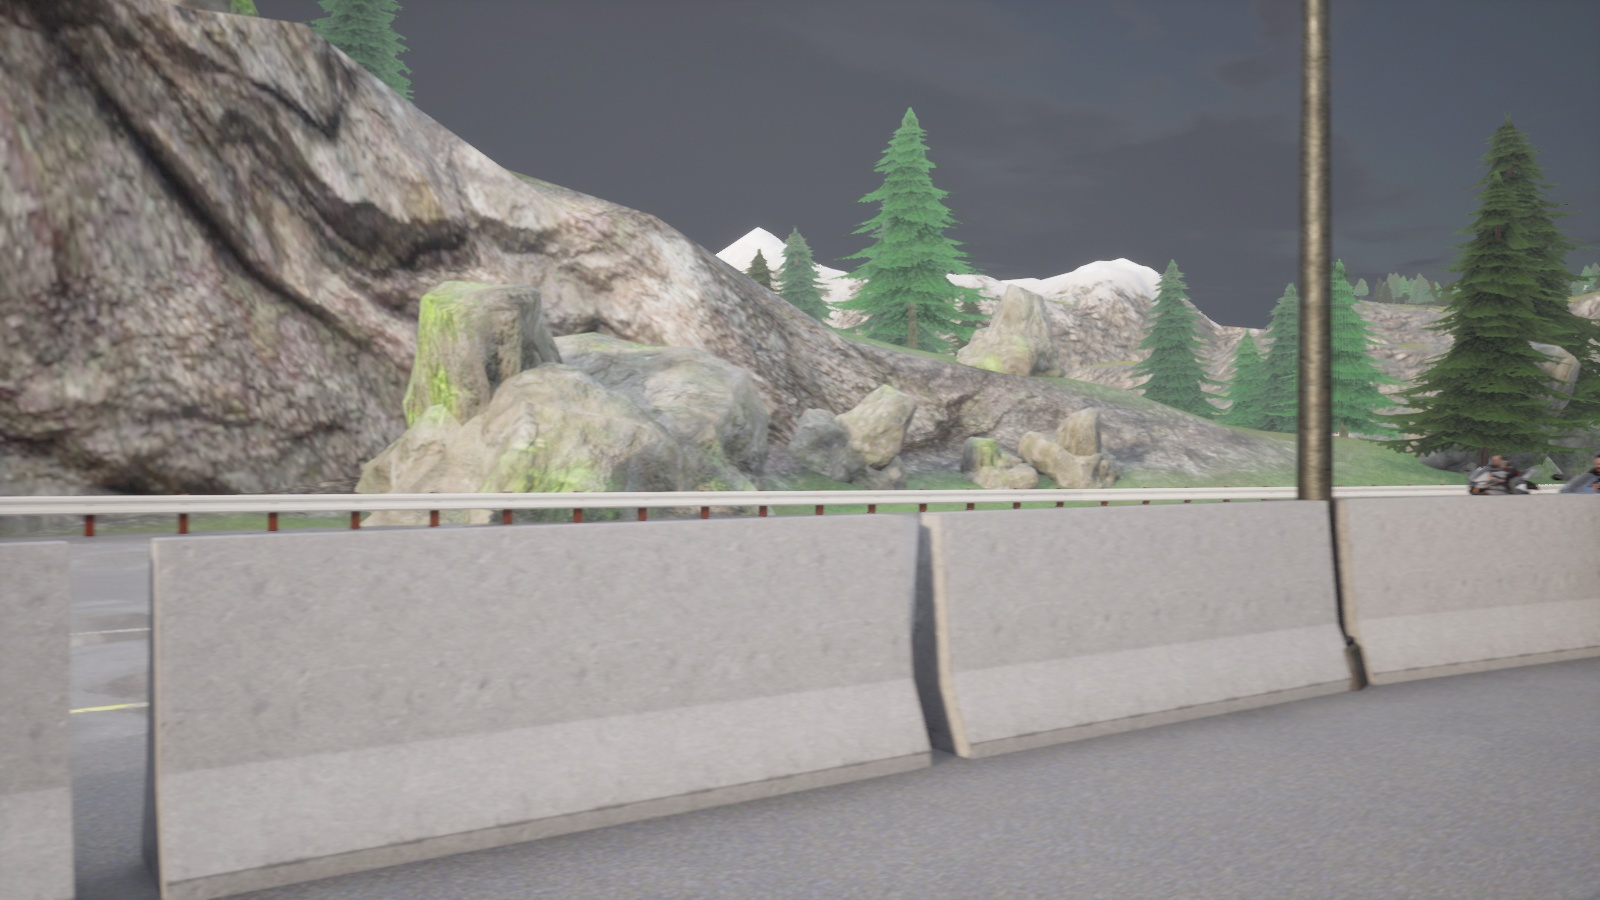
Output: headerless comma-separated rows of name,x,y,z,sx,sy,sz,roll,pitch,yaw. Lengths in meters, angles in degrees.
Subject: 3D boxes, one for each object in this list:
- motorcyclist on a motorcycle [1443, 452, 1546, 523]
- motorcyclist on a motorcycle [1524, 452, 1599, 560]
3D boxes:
motorcyclist on a motorcycle,15.593,0.812,28.192,2.191,1.530,0.866,0,0,-24
motorcyclist on a motorcycle,11.892,0.798,18.696,2.191,1.530,0.866,0,0,-27
